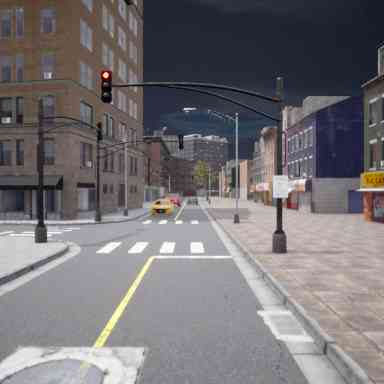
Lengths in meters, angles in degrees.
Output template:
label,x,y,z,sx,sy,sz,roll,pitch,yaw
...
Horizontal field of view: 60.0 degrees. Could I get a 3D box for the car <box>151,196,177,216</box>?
label,x,y,z,sx,sy,sz,roll,pitch,yaw
car,-2.835,1.482,32.739,1.882,1.535,5.008,0,0,0

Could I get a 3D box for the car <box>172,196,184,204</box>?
label,x,y,z,sx,sy,sz,roll,pitch,yaw
car,-2.728,1.525,66.967,2.128,1.511,4.902,0,0,0

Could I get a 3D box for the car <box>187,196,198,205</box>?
label,x,y,z,sx,sy,sz,roll,pitch,yaw
car,0.119,1.507,59.117,2.128,1.511,4.902,0,0,0

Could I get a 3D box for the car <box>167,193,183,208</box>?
label,x,y,z,sx,sy,sz,roll,pitch,yaw
car,-2.826,1.234,50.191,2.150,2.045,5.566,0,0,0
